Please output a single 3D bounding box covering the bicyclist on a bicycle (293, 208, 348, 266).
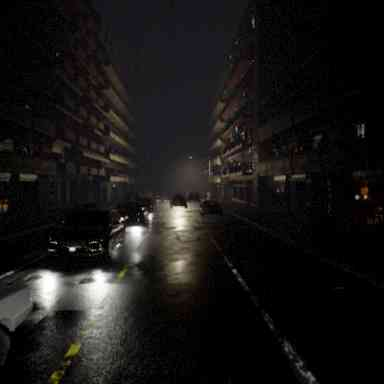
[{"bbox_3d":[3.648,1.259,9.597,1.656,1.620,0.582,-9,1,-2],"label":"bicyclist on a bicycle"}]

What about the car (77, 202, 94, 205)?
[{"bbox_3d":[-6.579,1.328,20.892,1.887,1.381,4.507,-1,1,-3],"label":"car"}]

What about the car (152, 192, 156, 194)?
[{"bbox_3d":[-8.345,0.663,60.499,2.192,1.841,5.009,-1,1,-3],"label":"car"}]

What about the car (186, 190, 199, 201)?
[{"bbox_3d":[-0.009,0.649,60.930,2.192,1.841,5.009,-1,1,-3],"label":"car"}]

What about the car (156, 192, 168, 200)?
[{"bbox_3d":[-5.911,0.779,66.097,1.837,1.490,4.892,0,1,-2],"label":"car"}]

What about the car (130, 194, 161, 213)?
[{"bbox_3d":[-4.451,1.201,32.548,2.033,1.411,5.357,0,1,-2],"label":"car"}]

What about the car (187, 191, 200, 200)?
[{"bbox_3d":[0.243,0.712,55.271,2.192,1.841,5.009,-1,1,-3],"label":"car"}]

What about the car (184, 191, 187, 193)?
[{"bbox_3d":[-2.109,0.952,51.002,1.837,1.490,4.892,0,0,-3],"label":"car"}]

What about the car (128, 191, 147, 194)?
[{"bbox_3d":[-7.590,0.852,43.524,2.192,1.841,5.009,-1,1,-3],"label":"car"}]

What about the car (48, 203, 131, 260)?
[{"bbox_3d":[-3.579,1.380,12.071,1.837,1.490,4.892,0,1,-3],"label":"car"}]

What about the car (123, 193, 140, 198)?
[{"bbox_3d":[-7.327,1.125,37.697,1.752,1.417,4.829,-1,1,-3],"label":"car"}]

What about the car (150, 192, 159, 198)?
[{"bbox_3d":[-9.348,0.652,83.139,1.947,1.339,4.313,-1,1,-3],"label":"car"}]

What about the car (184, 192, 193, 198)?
[{"bbox_3d":[-0.754,0.704,77.909,1.947,1.339,4.313,-1,1,-3],"label":"car"}]

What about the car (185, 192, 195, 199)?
[{"bbox_3d":[-0.508,0.749,72.250,1.887,1.381,4.507,-1,1,-3],"label":"car"}]

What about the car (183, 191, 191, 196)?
[{"bbox_3d":[-1.480,0.505,94.885,1.947,1.339,4.313,-1,1,-3],"label":"car"}]

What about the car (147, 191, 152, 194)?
[{"bbox_3d":[-8.089,0.956,54.845,1.887,1.381,4.507,-1,1,-3],"label":"car"}]

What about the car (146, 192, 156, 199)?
[{"bbox_3d":[-8.844,0.763,71.820,1.887,1.381,4.507,-1,1,-3],"label":"car"}]

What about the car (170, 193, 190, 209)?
[{"bbox_3d":[-1.529,1.114,38.167,1.812,1.442,4.674,0,0,-2],"label":"car"}]

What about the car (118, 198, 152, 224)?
[{"bbox_3d":[-4.009,1.332,21.994,1.994,1.385,4.181,0,1,-2],"label":"car"}]

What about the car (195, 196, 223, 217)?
[{"bbox_3d":[1.506,1.290,26.983,1.802,1.307,4.206,-1,1,-3],"label":"car"}]

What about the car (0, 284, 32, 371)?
[{"bbox_3d":[-3.157,1.576,2.569,1.895,1.301,4.718,0,1,-2],"label":"car"}]
